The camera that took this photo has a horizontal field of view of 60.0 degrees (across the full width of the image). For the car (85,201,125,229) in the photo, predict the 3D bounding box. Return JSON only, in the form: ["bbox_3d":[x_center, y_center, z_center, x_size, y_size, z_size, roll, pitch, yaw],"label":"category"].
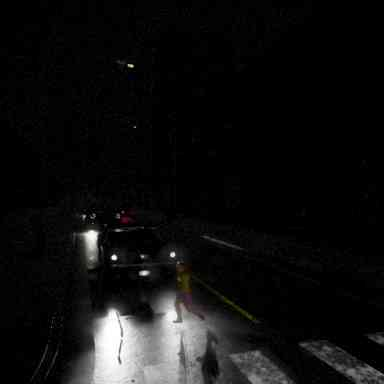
[{"bbox_3d":[-6.309,1.582,23.363,2.097,1.767,4.553,1,-1,-21],"label":"car"}]

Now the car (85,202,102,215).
[{"bbox_3d":[-12.377,1.991,41.734,1.882,1.535,5.008,1,-1,-18],"label":"car"}]

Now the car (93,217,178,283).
[{"bbox_3d":[-1.842,1.671,10.153,1.895,1.301,4.718,1,-1,-18],"label":"car"}]

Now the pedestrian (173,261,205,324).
[{"bbox_3d":[-0.122,1.703,5.717,0.500,1.100,0.500,0,0,-19],"label":"pedestrian"}]

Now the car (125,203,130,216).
[{"bbox_3d":[-8.313,1.991,38.635,1.837,1.490,4.892,1,-1,-19],"label":"car"}]

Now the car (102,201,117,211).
[{"bbox_3d":[-13.149,2.224,53.010,1.882,1.535,5.008,1,-1,-19],"label":"car"}]
